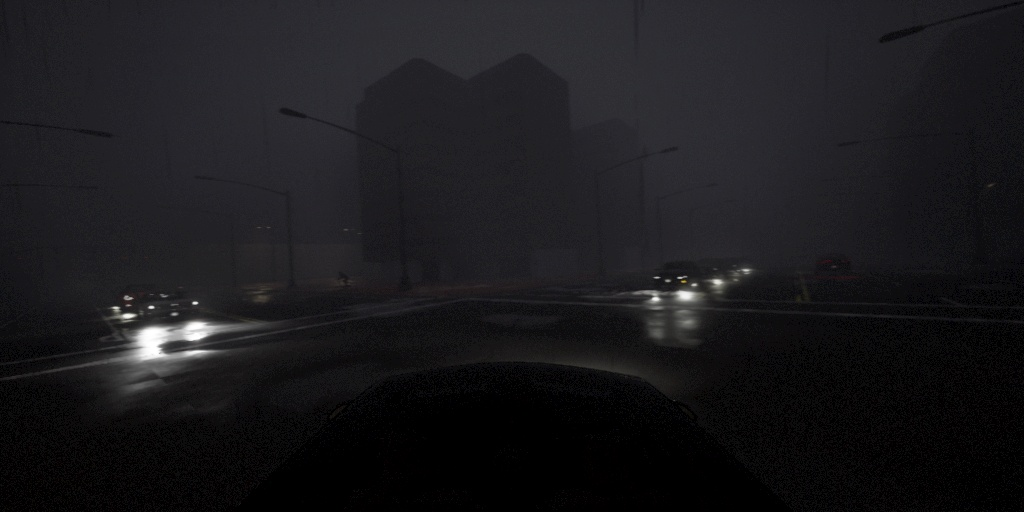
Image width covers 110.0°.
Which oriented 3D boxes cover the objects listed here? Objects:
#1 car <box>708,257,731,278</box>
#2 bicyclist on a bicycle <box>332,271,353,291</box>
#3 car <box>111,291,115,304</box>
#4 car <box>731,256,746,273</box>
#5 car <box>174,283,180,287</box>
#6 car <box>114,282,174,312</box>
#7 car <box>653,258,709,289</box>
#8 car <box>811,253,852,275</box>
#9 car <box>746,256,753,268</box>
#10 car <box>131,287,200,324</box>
[{"bbox_3d":[15.388,0.882,27.889,1.882,1.535,5.008,-4,-2,38],"label":"car"},{"bbox_3d":[-13.814,2.046,29.215,0.582,1.620,1.656,-4,-1,39],"label":"bicyclist on a bicycle"},{"bbox_3d":[-32.133,3.226,30.121,5.008,1.535,1.882,-4,-1,40],"label":"car"},{"bbox_3d":[21.673,0.840,35.865,1.882,1.535,5.008,-4,-2,38],"label":"car"},{"bbox_3d":[-38.150,3.733,39.865,4.181,1.385,1.994,-4,-1,40],"label":"car"},{"bbox_3d":[-24.386,2.618,23.718,4.553,1.767,2.097,-4,-1,40],"label":"car"},{"bbox_3d":[9.508,1.008,20.398,1.837,1.490,4.892,-4,-1,38],"label":"car"},{"bbox_3d":[22.527,0.519,25.351,1.882,1.535,5.008,-4,-2,38],"label":"car"},{"bbox_3d":[29.270,0.793,45.483,2.128,1.511,4.902,-4,-1,39],"label":"car"},{"bbox_3d":[-16.859,2.398,17.501,4.718,1.301,1.895,-4,-1,40],"label":"car"}]
